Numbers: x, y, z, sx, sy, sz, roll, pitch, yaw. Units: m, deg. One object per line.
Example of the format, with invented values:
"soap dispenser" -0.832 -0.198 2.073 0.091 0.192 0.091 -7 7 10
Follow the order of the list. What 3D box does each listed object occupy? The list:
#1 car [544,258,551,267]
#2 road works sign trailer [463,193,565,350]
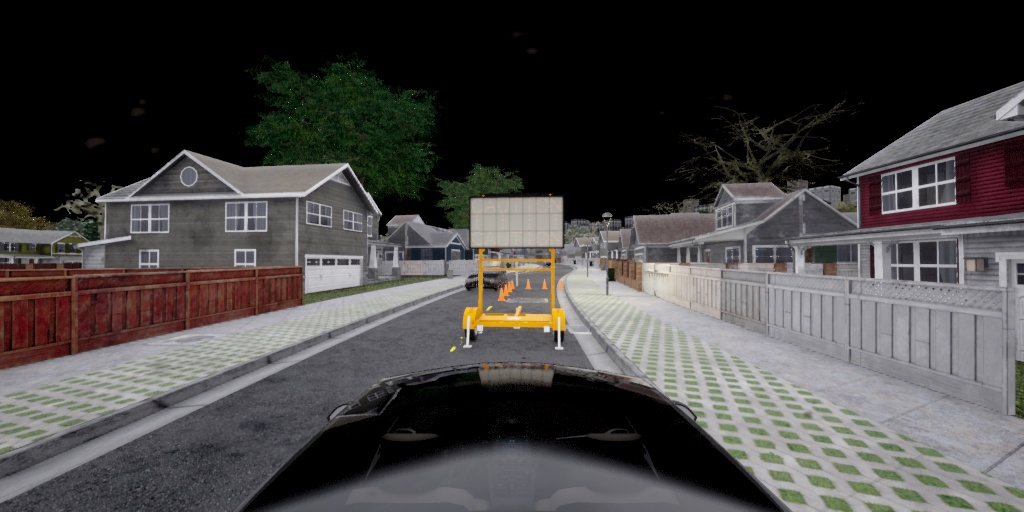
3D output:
"car" 3.882 1.388 49.120 2.033 1.411 5.357 0 0 13
"road works sign trailer" 0.130 0.219 9.167 2.380 3.560 2.880 0 0 5
